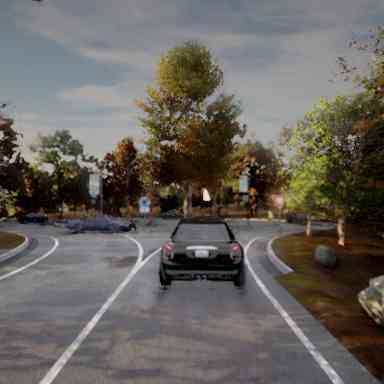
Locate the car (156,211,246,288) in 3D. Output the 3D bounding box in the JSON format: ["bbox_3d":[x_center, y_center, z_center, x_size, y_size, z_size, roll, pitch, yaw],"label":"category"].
[{"bbox_3d":[0.357,1.512,9.874,2.097,1.767,4.553,0,-2,3],"label":"car"}]

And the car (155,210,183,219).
[{"bbox_3d":[-3.956,4.006,58.352,4.674,1.442,1.812,1,-3,1],"label":"car"}]

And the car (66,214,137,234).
[{"bbox_3d":[-7.039,2.440,25.788,5.357,1.411,2.033,-1,-3,14],"label":"car"}]

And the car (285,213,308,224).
[{"bbox_3d":[13.557,3.386,42.931,1.895,1.301,4.718,0,-3,-2],"label":"car"}]

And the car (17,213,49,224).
[{"bbox_3d":[-19.658,3.299,41.266,1.895,1.301,4.718,0,-3,-1],"label":"car"}]
